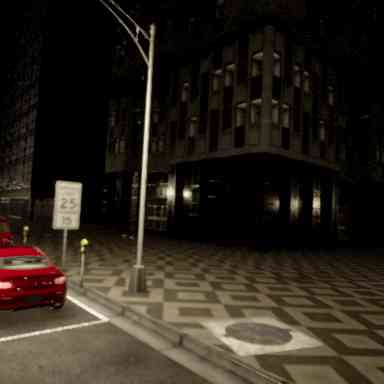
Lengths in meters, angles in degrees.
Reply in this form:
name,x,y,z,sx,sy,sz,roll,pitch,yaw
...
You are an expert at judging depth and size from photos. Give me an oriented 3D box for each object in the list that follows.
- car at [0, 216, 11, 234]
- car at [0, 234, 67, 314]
name,x,y,z,sx,sy,sz,roll,pitch,yaw
car,-8.012,1.716,12.108,2.192,1.841,5.009,7,-5,-41
car,-4.321,1.898,7.840,1.802,1.307,4.206,7,-5,-41
